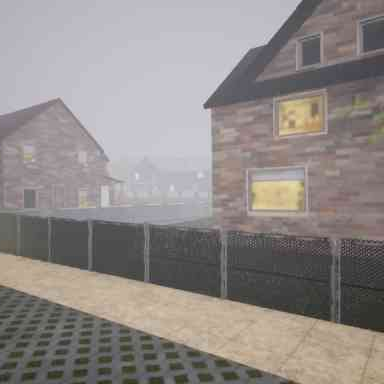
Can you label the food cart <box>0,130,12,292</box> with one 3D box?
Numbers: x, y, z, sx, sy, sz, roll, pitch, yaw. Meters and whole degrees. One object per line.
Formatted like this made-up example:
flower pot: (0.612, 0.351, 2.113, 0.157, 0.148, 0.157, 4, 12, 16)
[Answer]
food cart: (-6.655, 0.473, 7.918, 4.660, 3.560, 2.280, -1, 0, 35)
